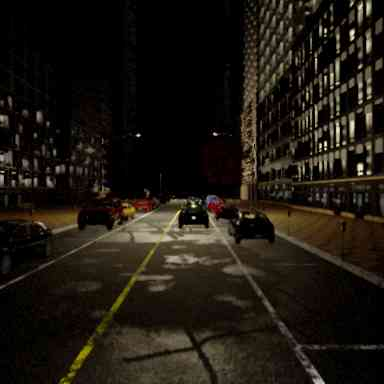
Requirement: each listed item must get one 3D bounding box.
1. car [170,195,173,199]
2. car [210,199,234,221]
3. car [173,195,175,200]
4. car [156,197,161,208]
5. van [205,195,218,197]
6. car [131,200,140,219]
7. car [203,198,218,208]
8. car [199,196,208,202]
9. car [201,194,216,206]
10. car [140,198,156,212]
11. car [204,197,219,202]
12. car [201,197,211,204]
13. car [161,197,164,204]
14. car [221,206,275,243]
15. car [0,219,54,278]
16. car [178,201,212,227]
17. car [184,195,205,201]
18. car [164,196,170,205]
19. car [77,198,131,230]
[{"bbox_3d":[-5.667,1.594,72.395,1.802,1.307,4.206,0,0,0],"label":"car"},{"bbox_3d":[2.697,1.551,27.047,1.887,1.381,4.507,0,0,0],"label":"car"},{"bbox_3d":[-5.659,1.577,95.067,1.947,1.339,4.313,0,0,0],"label":"car"},{"bbox_3d":[-5.677,1.576,44.055,1.947,1.339,4.313,0,0,0],"label":"car"},{"bbox_3d":[2.703,1.351,44.050,1.690,1.788,3.998,0,0,0],"label":"van"},{"bbox_3d":[-5.683,1.532,26.881,1.752,1.417,4.829,0,0,0],"label":"car"},{"bbox_3d":[2.706,1.561,49.719,2.008,1.369,4.403,0,0,0],"label":"car"},{"bbox_3d":[2.715,1.578,78.059,1.947,1.339,4.313,0,0,0],"label":"car"},{"bbox_3d":[2.707,1.326,55.387,2.192,1.841,5.009,0,0,0],"label":"car"},{"bbox_3d":[-5.679,1.554,38.387,1.887,1.381,4.507,0,0,0],"label":"car"},{"bbox_3d":[2.701,1.553,38.383,1.887,1.381,4.507,0,0,0],"label":"car"},{"bbox_3d":[2.712,1.594,66.723,1.802,1.307,4.206,0,0,0],"label":"car"},{"bbox_3d":[-5.675,1.536,49.553,1.752,1.417,4.829,0,0,0],"label":"car"},{"bbox_3d":[2.694,1.554,15.711,2.008,1.369,4.403,0,0,0],"label":"car"},{"bbox_3d":[-5.688,1.553,10.047,2.008,1.369,4.403,0,0,0],"label":"car"},{"bbox_3d":[0.108,1.569,22.589,1.994,1.385,4.181,0,0,0],"label":"car"},{"bbox_3d":[0.114,1.361,40.584,2.097,1.767,4.553,0,0,0],"label":"car"},{"bbox_3d":[-5.671,1.578,61.058,1.947,1.339,4.313,0,0,0],"label":"car"},{"bbox_3d":[-5.685,1.320,21.383,2.192,1.841,5.009,0,0,0],"label":"car"}]
